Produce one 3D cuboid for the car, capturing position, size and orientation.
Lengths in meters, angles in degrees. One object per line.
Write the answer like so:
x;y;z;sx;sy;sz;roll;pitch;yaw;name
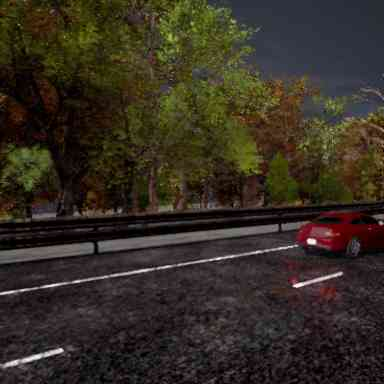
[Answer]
5.784;1.441;12.248;4.674;1.442;1.812;-1;0;-36;car
